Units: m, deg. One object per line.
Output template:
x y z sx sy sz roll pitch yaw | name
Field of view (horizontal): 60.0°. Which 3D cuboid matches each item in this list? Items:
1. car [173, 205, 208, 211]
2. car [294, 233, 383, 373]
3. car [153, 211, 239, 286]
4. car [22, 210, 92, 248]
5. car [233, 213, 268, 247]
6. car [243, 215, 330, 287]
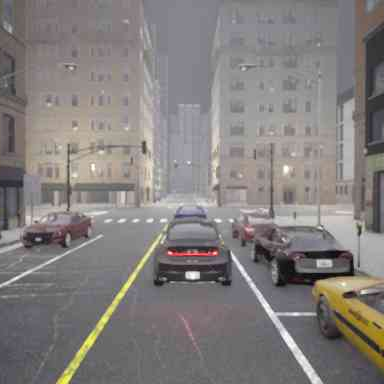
-0.086 1.460 19.334 1.882 1.535 5.008 0 0 0 | car
2.842 1.522 3.751 1.752 1.417 4.829 -1 0 0 | car
0.010 1.497 9.384 1.837 1.490 4.892 0 0 0 | car
-5.772 1.532 14.696 1.887 1.381 4.507 -1 0 0 | car
2.773 1.569 14.753 1.802 1.307 4.206 -1 0 0 | car
2.808 1.558 9.167 1.947 1.339 4.313 -1 0 0 | car
